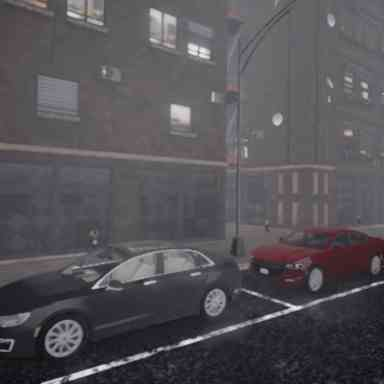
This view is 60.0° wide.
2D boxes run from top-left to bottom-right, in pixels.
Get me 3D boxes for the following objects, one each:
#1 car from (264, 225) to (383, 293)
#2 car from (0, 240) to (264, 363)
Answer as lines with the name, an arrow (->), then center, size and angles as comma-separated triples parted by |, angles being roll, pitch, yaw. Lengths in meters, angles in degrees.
car -> 3.523, 1.628, 9.079 | 4.507, 1.381, 1.887 | 1, 0, -36
car -> -1.063, 1.575, 5.802 | 4.403, 1.369, 2.008 | 1, 0, -36
